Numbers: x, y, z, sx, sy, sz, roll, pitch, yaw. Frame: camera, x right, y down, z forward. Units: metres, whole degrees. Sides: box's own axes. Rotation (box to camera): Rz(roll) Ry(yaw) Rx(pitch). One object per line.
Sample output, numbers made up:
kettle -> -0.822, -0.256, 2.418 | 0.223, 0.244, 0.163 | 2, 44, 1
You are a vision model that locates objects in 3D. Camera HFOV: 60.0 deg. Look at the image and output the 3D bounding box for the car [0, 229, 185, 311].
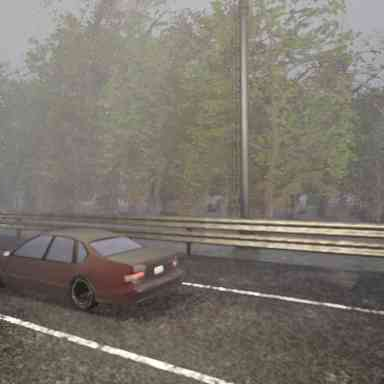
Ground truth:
car -> -2.816, 1.589, 7.769 | 5.357, 1.411, 2.033 | -1, 0, 30
